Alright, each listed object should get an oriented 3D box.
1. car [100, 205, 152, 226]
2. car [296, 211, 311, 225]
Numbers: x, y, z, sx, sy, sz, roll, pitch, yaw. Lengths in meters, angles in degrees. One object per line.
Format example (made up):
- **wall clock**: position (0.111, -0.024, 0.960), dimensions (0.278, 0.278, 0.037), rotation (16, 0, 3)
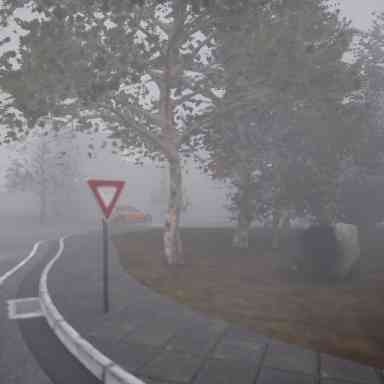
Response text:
- **car**: position (-5.587, 1.965, 28.901), dimensions (2.097, 1.767, 4.553), rotation (0, -4, 38)
- **car**: position (17.844, 3.871, 49.568), dimensions (5.566, 2.045, 2.150), rotation (3, -3, -39)
